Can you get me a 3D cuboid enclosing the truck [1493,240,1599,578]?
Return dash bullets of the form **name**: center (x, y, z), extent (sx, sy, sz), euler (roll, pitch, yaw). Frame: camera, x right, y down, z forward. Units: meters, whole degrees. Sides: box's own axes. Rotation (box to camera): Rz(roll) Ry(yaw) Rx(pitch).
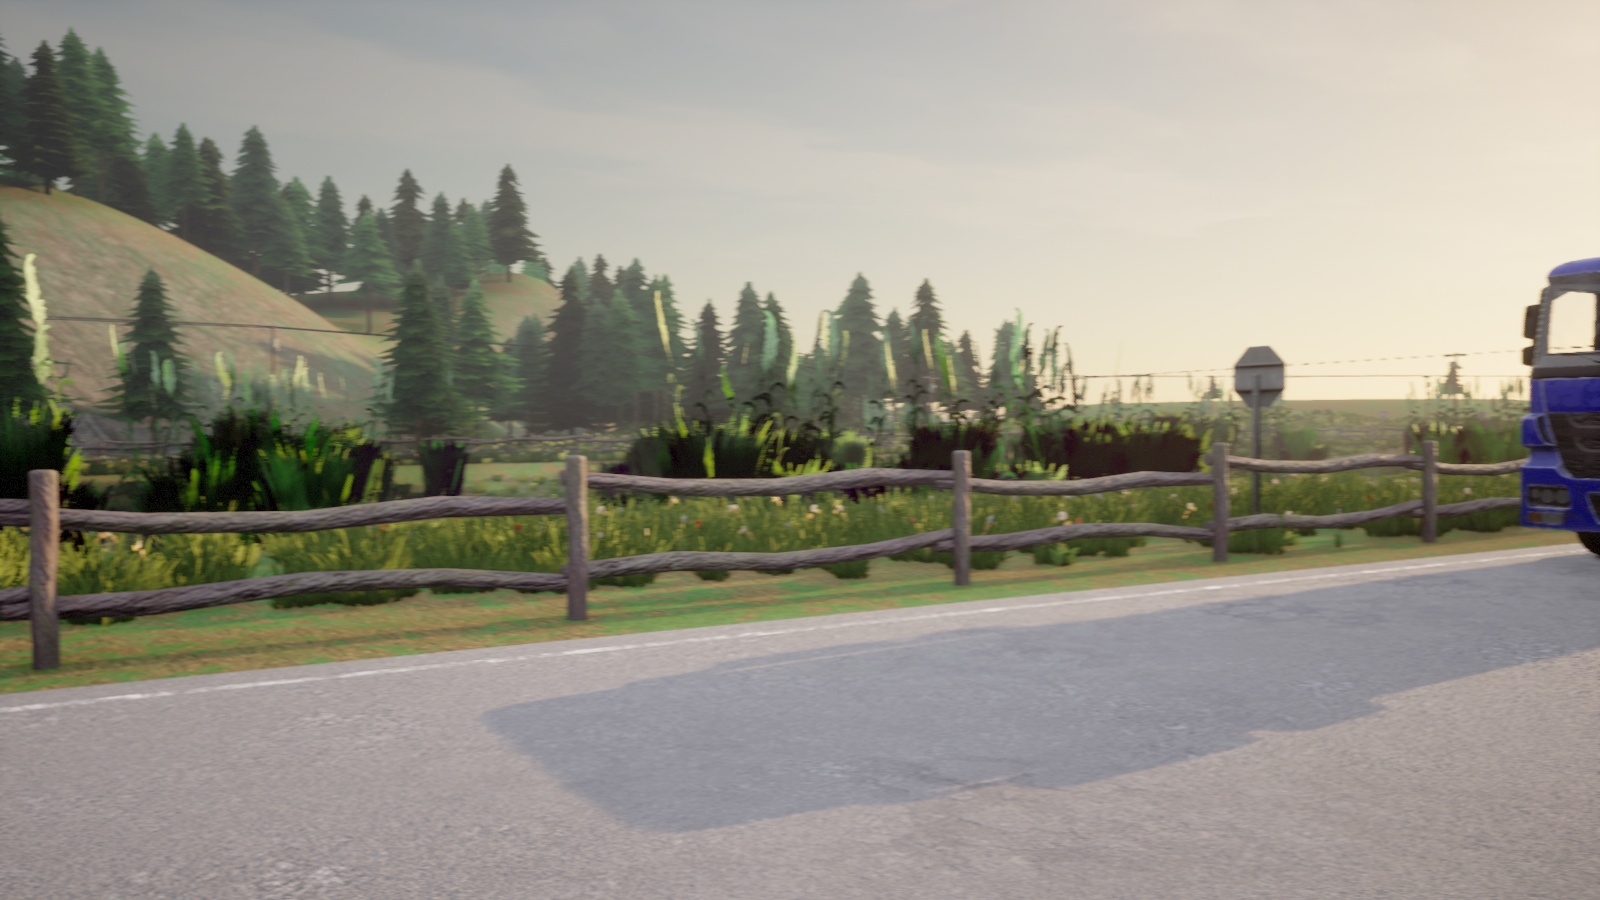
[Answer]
- **truck**: center (11.777, -0.449, 14.544), extent (7.936, 3.462, 2.891), euler (-1, 1, -30)
